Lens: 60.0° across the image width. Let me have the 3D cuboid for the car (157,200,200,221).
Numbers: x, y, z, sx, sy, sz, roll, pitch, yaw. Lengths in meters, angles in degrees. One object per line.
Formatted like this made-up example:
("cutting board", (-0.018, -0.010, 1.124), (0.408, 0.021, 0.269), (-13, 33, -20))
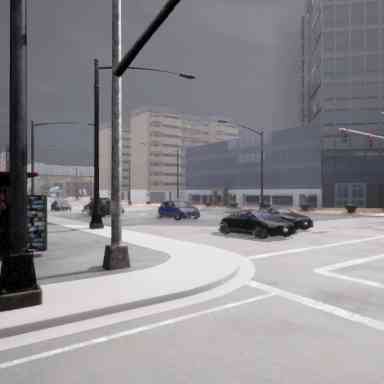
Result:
("car", (-1.244, 1.564, 29.728), (2.097, 1.767, 4.553), (0, -1, -36))

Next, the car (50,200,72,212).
("car", (-19.171, 1.948, 48.632), (2.097, 1.767, 4.553), (0, -1, -36))

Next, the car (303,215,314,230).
("car", (5.346, 1.648, 20.678), (1.994, 1.385, 4.181), (0, -1, -36))

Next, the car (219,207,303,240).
("car", (3.315, 1.633, 17.482), (1.994, 1.385, 4.181), (0, -1, -35))

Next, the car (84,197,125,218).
("car", (-8.949, 1.549, 34.389), (2.150, 2.045, 5.566), (0, -1, -36))
